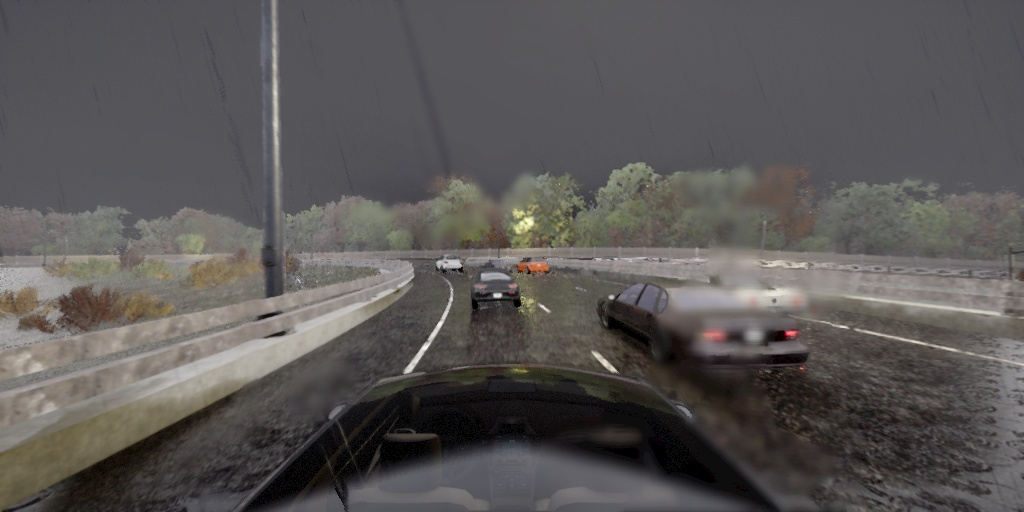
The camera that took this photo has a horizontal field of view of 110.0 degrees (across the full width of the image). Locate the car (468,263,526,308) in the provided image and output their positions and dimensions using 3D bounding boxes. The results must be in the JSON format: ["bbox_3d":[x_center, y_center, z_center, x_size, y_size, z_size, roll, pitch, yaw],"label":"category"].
[{"bbox_3d":[-0.787,1.199,14.826,1.812,1.442,4.674,-1,0,-7],"label":"car"}]

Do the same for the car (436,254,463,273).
[{"bbox_3d":[-7.026,0.811,39.870,2.150,2.045,5.566,-1,0,-22],"label":"car"}]

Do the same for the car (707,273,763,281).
[{"bbox_3d":[6.615,1.199,11.583,1.895,1.301,4.718,-1,0,-5],"label":"car"}]

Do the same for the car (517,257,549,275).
[{"bbox_3d":[1.884,0.855,35.209,2.097,1.767,4.553,-1,0,-17],"label":"car"}]

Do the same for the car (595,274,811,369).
[{"bbox_3d":[3.416,1.213,7.781,2.033,1.411,5.357,-1,0,-4],"label":"car"}]

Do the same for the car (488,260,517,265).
[{"bbox_3d":[-1.601,1.097,35.072,2.033,1.411,5.357,-1,0,-18],"label":"car"}]
